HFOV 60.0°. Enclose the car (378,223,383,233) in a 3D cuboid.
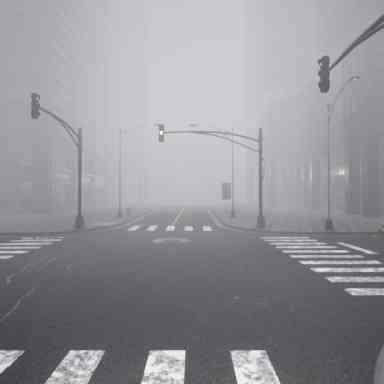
[{"bbox_3d":[11.756,1.564,16.241,4.829,1.417,1.752,0,-1,0],"label":"car"}]
